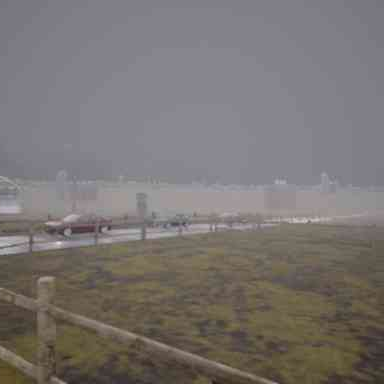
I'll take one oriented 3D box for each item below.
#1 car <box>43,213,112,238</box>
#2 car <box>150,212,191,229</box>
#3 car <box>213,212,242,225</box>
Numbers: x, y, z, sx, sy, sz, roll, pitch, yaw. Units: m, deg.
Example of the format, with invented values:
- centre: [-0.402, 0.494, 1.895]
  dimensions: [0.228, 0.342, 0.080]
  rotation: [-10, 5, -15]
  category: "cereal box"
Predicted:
- centre: [-7.901, 2.258, 23.436]
  dimensions: [1.882, 1.535, 5.008]
  rotation: [0, -2, 34]
  category: "car"
- centre: [-2.011, 2.717, 31.968]
  dimensions: [2.128, 1.511, 4.902]
  rotation: [0, -2, 35]
  category: "car"
- centre: [4.463, 3.194, 41.292]
  dimensions: [1.882, 1.535, 5.008]
  rotation: [0, -2, 35]
  category: "car"
